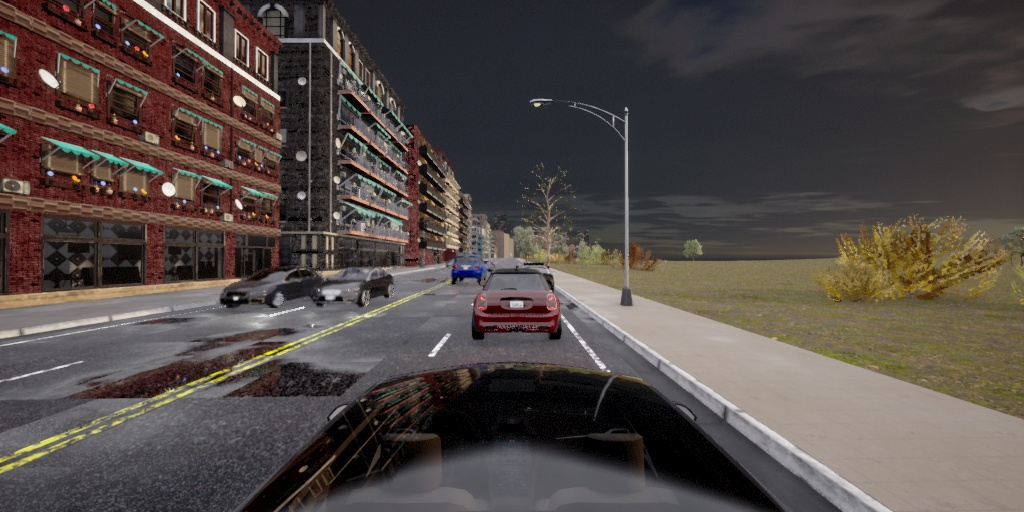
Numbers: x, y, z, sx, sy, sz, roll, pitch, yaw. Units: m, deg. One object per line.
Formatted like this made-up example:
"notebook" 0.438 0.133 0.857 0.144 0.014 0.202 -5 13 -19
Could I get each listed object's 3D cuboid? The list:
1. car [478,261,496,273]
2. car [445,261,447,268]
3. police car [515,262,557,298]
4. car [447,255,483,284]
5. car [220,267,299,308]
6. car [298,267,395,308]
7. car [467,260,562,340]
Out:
"car" -3.055 1.314 44.408 1.994 1.385 4.181 0 0 0
"car" -9.712 1.241 58.762 2.128 1.511 4.902 0 0 0
"police car" 1.173 1.177 19.656 1.930 1.638 5.238 0 0 0
"car" -3.099 0.966 26.731 2.150 2.045 5.566 0 -1 0
"car" -9.824 1.256 15.186 1.837 1.490 4.892 0 0 0
"car" -6.573 1.243 15.432 2.128 1.511 4.902 0 0 0
"car" 0.112 1.103 10.161 2.097 1.767 4.553 0 0 0
